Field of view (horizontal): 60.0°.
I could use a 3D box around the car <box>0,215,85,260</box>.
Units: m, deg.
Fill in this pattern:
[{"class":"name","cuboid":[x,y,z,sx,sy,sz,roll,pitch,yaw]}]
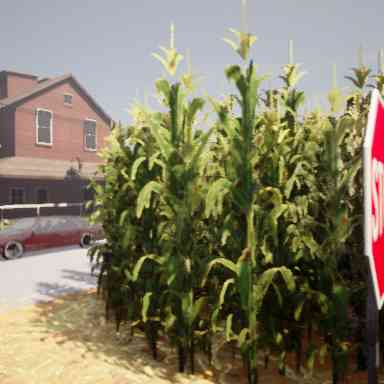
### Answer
[{"class":"car","cuboid":[-5.858,1.655,13.287,2.033,1.411,5.357,-1,0,36]}]
